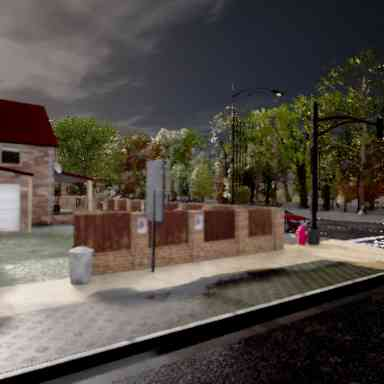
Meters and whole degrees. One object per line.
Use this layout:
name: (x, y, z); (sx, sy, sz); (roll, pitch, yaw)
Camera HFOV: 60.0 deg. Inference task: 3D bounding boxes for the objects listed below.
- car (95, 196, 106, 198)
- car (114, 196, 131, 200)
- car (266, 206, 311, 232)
car: (-18.418, 1.546, 66.499); (1.837, 1.490, 4.892); (1, 0, -36)
car: (-12.383, 1.440, 58.065); (2.097, 1.767, 4.553); (1, 0, -36)
car: (5.412, 1.685, 21.683); (1.812, 1.442, 4.674); (1, 0, -36)
